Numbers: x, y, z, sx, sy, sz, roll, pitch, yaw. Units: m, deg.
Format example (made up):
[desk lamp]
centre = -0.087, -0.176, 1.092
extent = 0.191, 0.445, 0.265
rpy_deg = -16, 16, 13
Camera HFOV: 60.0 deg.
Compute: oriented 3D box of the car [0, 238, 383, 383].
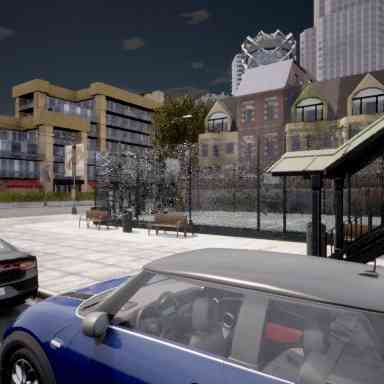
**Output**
[car]
centre = 0.148, 1.354, 3.198
extent = 4.553, 1.767, 2.185
rpy_deg = 0, 0, 35
